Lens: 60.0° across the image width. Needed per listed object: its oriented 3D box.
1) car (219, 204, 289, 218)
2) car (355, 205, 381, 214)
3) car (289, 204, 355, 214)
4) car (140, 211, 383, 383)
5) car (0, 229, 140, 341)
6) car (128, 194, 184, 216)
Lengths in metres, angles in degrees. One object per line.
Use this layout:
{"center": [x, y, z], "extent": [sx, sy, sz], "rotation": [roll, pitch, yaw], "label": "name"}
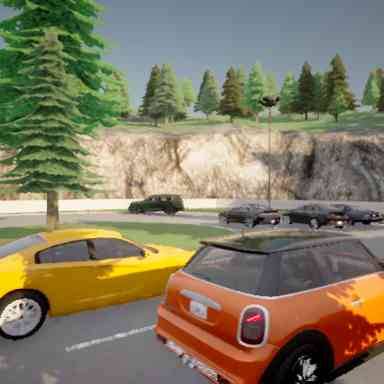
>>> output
{"center": [3.618, 1.504, 21.703], "extent": [2.128, 1.511, 4.902], "rotation": [1, 0, -28], "label": "car"}
{"center": [10.641, 1.566, 23.706], "extent": [2.033, 1.411, 5.357], "rotation": [0, 0, -26], "label": "car"}
{"center": [7.725, 1.520, 21.417], "extent": [1.837, 1.490, 4.892], "rotation": [2, -1, -18], "label": "car"}
{"center": [1.788, 1.355, 5.021], "extent": [4.553, 1.767, 2.097], "rotation": [0, 0, -36], "label": "car"}
{"center": [-1.985, 1.480, 6.647], "extent": [5.008, 1.535, 1.882], "rotation": [1, 0, -37], "label": "car"}
{"center": [-3.545, 1.236, 33.103], "extent": [5.566, 2.045, 2.150], "rotation": [0, 0, 6], "label": "car"}
